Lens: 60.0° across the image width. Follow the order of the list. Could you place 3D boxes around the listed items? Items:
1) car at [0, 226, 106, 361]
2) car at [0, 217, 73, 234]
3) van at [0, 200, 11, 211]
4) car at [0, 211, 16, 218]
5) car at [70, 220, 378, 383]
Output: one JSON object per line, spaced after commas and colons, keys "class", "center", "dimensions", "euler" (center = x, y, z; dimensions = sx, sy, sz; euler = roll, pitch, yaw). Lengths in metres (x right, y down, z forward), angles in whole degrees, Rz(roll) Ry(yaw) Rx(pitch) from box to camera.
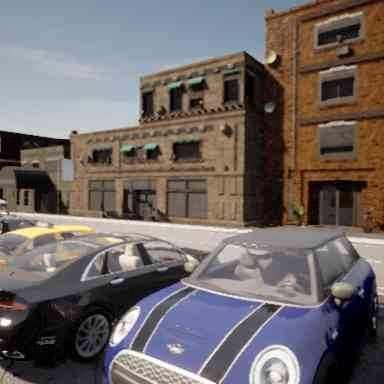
{"class": "car", "center": [-1.235, 1.480, 6.022], "dimensions": [2.231, 1.521, 4.892], "euler": [0, 0, 36]}
{"class": "car", "center": [-3.604, 1.475, 7.493], "dimensions": [1.946, 1.575, 5.366], "euler": [0, 0, 36]}
{"class": "van", "center": [-7.960, 1.249, 10.973], "dimensions": [1.878, 1.987, 4.442], "euler": [0, 0, 36]}
{"class": "car", "center": [-5.758, 1.478, 9.266], "dimensions": [2.231, 1.521, 4.892], "euler": [0, 0, 36]}
{"class": "car", "center": [1.053, 1.355, 4.435], "dimensions": [2.185, 1.767, 4.553], "euler": [0, 0, 36]}
